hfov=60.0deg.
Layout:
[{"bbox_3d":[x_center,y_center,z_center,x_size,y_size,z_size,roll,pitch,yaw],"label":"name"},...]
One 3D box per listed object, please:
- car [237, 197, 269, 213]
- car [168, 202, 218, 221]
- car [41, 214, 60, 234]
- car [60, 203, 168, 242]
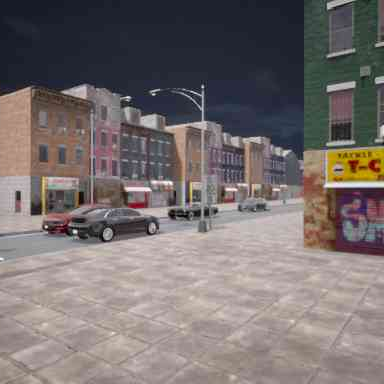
[{"bbox_3d":[6.498,1.324,35.154,1.837,1.490,4.892,0,0,36],"label":"car"},{"bbox_3d":[0.120,1.476,26.291,1.895,1.301,4.718,0,0,36],"label":"car"},{"bbox_3d":[-5.664,1.405,18.203,1.882,1.535,5.008,0,0,34],"label":"car"},{"bbox_3d":[-3.595,1.445,16.210,1.837,1.490,4.892,0,0,36],"label":"car"}]
